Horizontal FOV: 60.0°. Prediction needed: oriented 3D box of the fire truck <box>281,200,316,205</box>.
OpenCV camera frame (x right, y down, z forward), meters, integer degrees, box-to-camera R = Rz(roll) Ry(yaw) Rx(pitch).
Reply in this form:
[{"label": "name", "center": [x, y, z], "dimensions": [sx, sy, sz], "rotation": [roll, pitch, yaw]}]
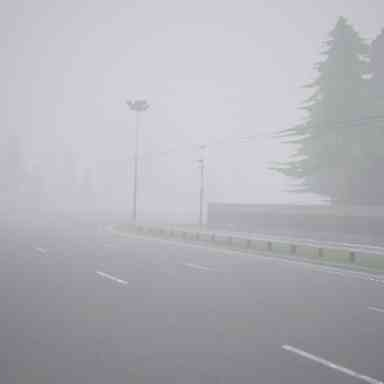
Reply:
[{"label": "fire truck", "center": [20.243, 3.575, 63.336], "dimensions": [8.468, 3.827, 2.891], "rotation": [4, -3, -40]}]
